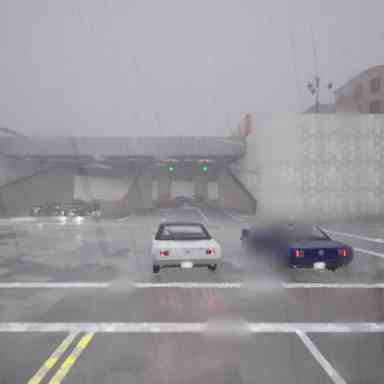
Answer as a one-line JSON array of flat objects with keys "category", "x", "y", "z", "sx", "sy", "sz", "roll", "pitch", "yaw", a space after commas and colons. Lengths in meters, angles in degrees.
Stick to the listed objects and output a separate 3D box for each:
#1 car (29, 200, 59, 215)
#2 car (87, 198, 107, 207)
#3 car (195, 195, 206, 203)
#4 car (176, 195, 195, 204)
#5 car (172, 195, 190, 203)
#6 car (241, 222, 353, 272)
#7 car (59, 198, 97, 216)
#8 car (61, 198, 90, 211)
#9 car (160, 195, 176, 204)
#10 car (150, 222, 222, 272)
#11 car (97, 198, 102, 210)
[{"category": "car", "x": -14.806, "y": 1.534, "z": 33.935, "sx": 2.128, "sy": 1.511, "sz": 4.902, "roll": 0, "pitch": 0, "yaw": -1}, {"category": "car", "x": -15.233, "y": 1.667, "z": 53.332, "sx": 1.895, "sy": 1.301, "sz": 4.718, "roll": 0, "pitch": 0, "yaw": -1}, {"category": "car", "x": 1.369, "y": 1.447, "z": 74.803, "sx": 2.097, "sy": 1.767, "sz": 4.553, "roll": 0, "pitch": 0, "yaw": 28}, {"category": "car", "x": -1.281, "y": 1.571, "z": 64.797, "sx": 2.128, "sy": 1.511, "sz": 4.902, "roll": 0, "pitch": 0, "yaw": 6}, {"category": "car", "x": -2.433, "y": 1.570, "z": 74.766, "sx": 1.882, "sy": 1.535, "sz": 5.008, "roll": 0, "pitch": 0, "yaw": 24}, {"category": "car", "x": 3.074, "y": 1.639, "z": 10.977, "sx": 1.895, "sy": 1.301, "sz": 4.718, "roll": 0, "pitch": 0, "yaw": -8}, {"category": "car", "x": -11.290, "y": 1.567, "z": 33.312, "sx": 1.812, "sy": 1.442, "sz": 4.674, "roll": 0, "pitch": 0, "yaw": -1}, {"category": "car", "x": -15.030, "y": 1.545, "z": 43.212, "sx": 2.128, "sy": 1.511, "sz": 4.902, "roll": 0, "pitch": 0, "yaw": -1}, {"category": "car", "x": -4.782, "y": 1.432, "z": 64.899, "sx": 2.097, "sy": 1.767, "sz": 4.553, "roll": 0, "pitch": 0, "yaw": 6}, {"category": "car", "x": -0.421, "y": 1.626, "z": 10.981, "sx": 1.895, "sy": 1.301, "sz": 4.718, "roll": 0, "pitch": 0, "yaw": -8}, {"category": "car", "x": -11.507, "y": 1.616, "z": 41.990, "sx": 1.994, "sy": 1.385, "sz": 4.181, "roll": 0, "pitch": 0, "yaw": -2}]
